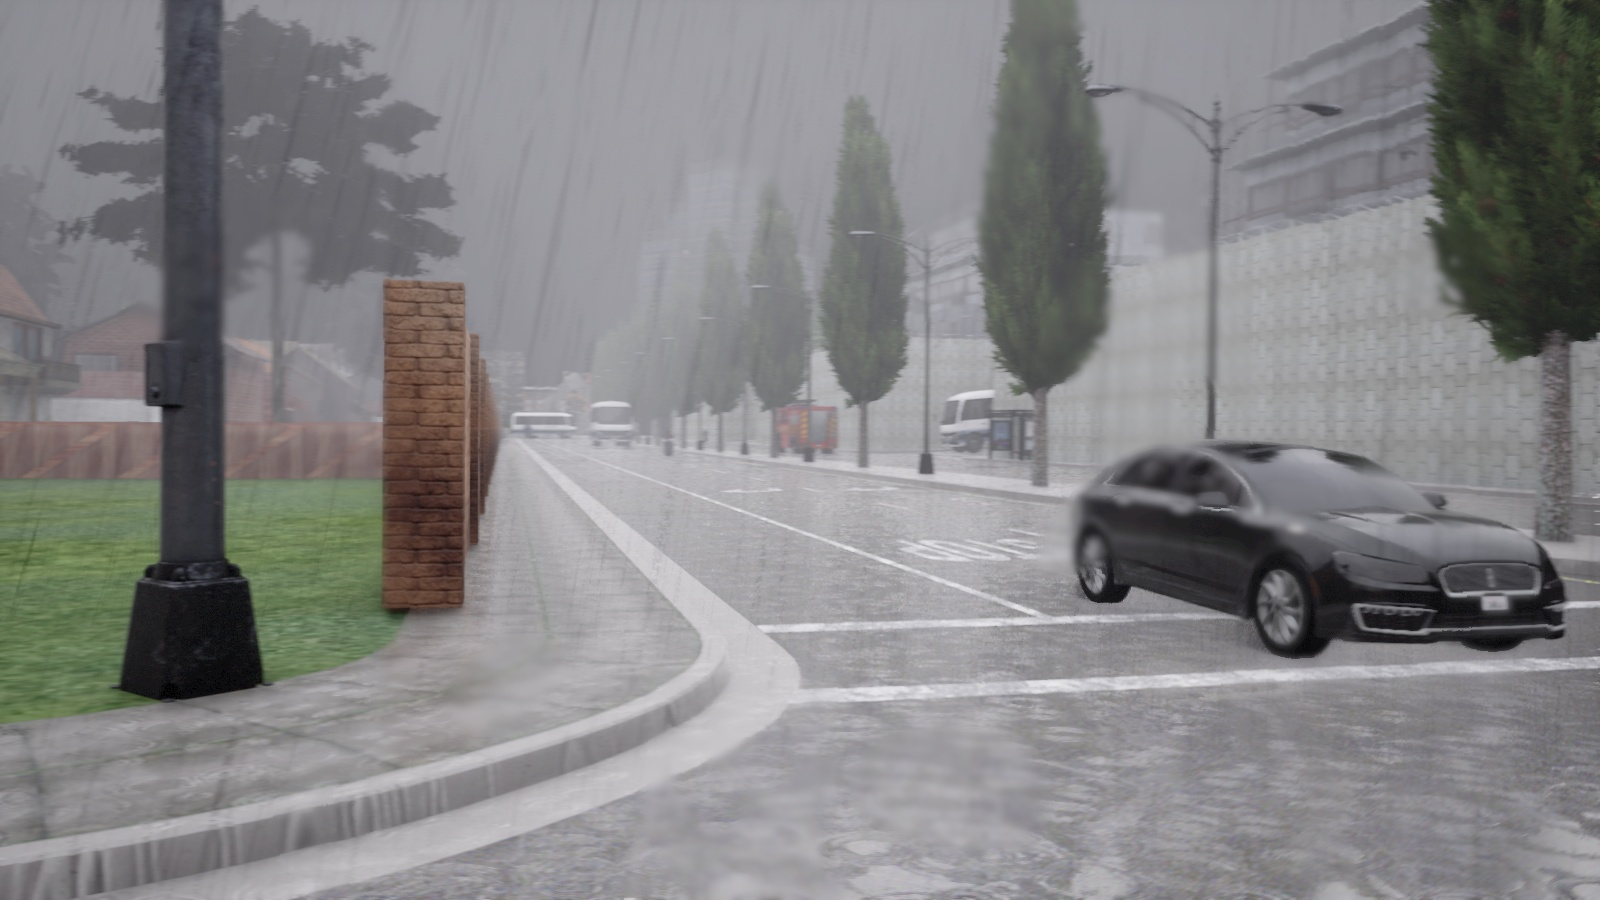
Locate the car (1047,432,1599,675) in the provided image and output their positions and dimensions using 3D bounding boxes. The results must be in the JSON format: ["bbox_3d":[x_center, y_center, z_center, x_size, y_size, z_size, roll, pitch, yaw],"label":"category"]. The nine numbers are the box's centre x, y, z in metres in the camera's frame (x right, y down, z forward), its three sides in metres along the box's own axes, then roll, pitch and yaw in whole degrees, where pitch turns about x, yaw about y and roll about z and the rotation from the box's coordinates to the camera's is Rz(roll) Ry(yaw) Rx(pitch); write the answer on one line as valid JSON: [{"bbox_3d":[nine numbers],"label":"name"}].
[{"bbox_3d":[3.937,0.609,10.394,1.837,1.490,4.892,-1,1,-13],"label":"car"}]

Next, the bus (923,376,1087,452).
[{"bbox_3d":[14.360,-2.504,88.360,10.273,4.253,3.944,-6,1,-13],"label":"bus"}]

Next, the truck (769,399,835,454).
[{"bbox_3d":[0.043,-1.689,91.469,2.891,3.827,8.468,-1,1,-13],"label":"truck"}]
